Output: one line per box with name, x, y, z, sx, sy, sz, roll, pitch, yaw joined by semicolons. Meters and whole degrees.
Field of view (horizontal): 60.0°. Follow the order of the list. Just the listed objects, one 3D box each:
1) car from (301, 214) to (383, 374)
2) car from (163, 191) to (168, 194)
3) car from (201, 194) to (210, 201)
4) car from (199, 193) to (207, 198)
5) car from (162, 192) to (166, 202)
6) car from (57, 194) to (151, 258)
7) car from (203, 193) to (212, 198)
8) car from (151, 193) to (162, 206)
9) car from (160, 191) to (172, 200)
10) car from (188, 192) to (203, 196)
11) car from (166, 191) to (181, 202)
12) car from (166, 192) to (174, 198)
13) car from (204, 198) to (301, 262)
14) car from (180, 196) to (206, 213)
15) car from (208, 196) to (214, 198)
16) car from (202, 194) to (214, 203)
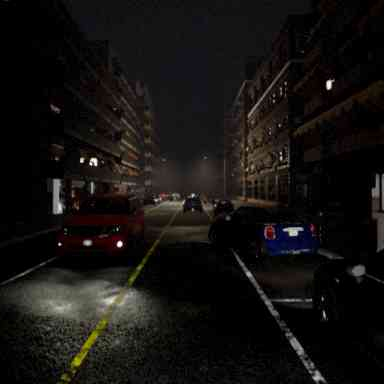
car;3.114;1.321;3.905;2.097;1.767;4.553;0;0;0
car;-5.664;1.052;62.581;1.887;1.381;4.507;0;0;0
car;2.719;1.044;68.209;1.802;1.307;4.206;0;0;0
car;2.726;0.911;85.118;1.802;1.307;4.206;0;0;0
car;-5.669;1.147;51.309;2.008;1.369;4.403;0;0;0
car;-3.094;1.121;12.621;2.150;2.045;5.566;0;1;0
car;2.713;1.120;51.471;1.752;1.417;4.829;0;0;0
car;-5.671;1.192;45.672;2.008;1.369;4.403;0;0;0
car;-5.659;0.733;73.851;2.192;1.841;5.009;0;0;0
car;0.105;1.095;50.458;2.128;1.511;4.902;0;0;0
car;-2.980;1.021;60.066;2.128;1.511;4.902;0;0;0
car;-5.655;0.855;84.954;1.752;1.417;4.829;0;0;0
car;2.347;1.256;12.063;2.097;1.767;4.553;0;0;-20
car;0.098;1.339;33.432;1.895;1.301;4.718;0;0;0
car;2.703;1.325;28.757;2.008;1.369;4.403;0;0;0
car;2.714;1.118;56.937;1.947;1.339;4.313;0;0;0
